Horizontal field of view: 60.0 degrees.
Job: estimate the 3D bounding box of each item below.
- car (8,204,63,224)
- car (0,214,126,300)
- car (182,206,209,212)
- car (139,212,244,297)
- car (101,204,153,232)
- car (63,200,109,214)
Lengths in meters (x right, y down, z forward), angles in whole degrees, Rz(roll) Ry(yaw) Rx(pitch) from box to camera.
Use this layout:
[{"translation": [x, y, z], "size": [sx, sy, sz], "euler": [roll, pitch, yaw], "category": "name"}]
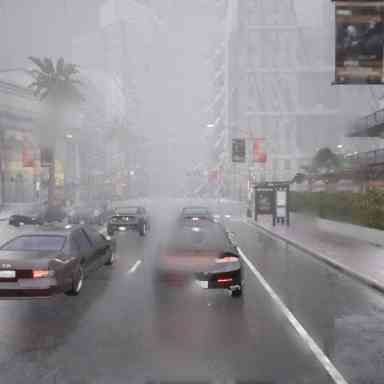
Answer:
[{"translation": [-10.407, 1.547, 22.998], "size": [2.033, 1.411, 5.357], "euler": [0, 0, 0], "category": "car"}, {"translation": [-3.362, 1.547, 8.596], "size": [2.033, 1.411, 5.357], "euler": [0, 0, 0], "category": "car"}, {"translation": [0.174, 1.505, 17.962], "size": [1.837, 1.490, 4.892], "euler": [0, 0, 0], "category": "car"}, {"translation": [0.145, 1.492, 8.544], "size": [2.128, 1.511, 4.902], "euler": [0, 0, 0], "category": "car"}, {"translation": [-3.323, 1.505, 18.340], "size": [1.837, 1.490, 4.892], "euler": [0, 0, 0], "category": "car"}, {"translation": [-6.905, 1.353, 23.186], "size": [2.097, 1.767, 4.553], "euler": [0, 0, 0], "category": "car"}]
